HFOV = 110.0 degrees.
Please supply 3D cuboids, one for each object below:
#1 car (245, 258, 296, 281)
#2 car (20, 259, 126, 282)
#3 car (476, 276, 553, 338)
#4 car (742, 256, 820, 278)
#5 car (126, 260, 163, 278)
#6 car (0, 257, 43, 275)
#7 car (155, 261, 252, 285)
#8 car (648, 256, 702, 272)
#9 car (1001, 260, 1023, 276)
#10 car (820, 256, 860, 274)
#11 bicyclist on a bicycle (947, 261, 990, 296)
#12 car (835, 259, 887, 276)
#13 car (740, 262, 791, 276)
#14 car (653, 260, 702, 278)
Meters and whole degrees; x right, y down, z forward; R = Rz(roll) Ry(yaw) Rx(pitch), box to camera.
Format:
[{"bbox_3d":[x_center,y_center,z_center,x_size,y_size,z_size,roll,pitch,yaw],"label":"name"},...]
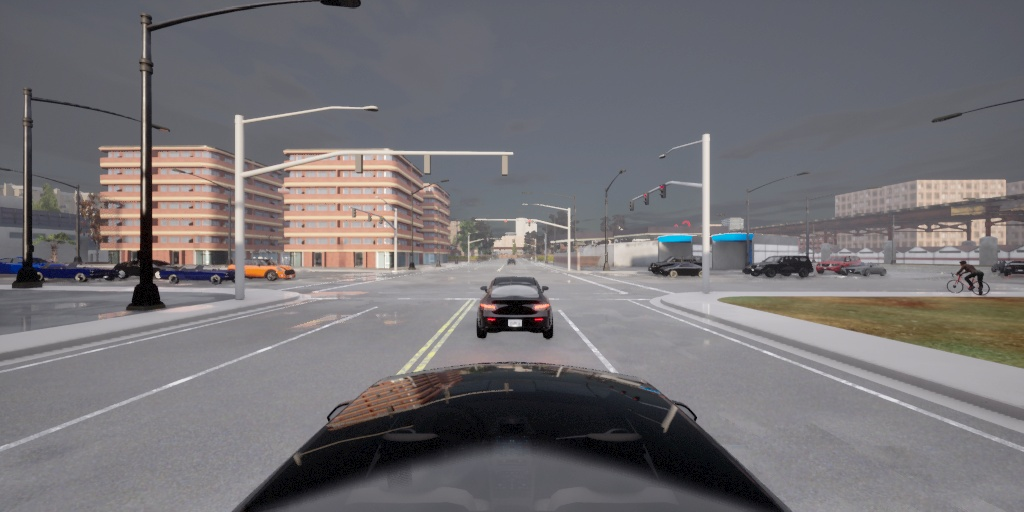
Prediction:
[{"bbox_3d":[-19.466,0.986,27.959,4.553,1.767,2.097,1,0,1],"label":"car"},{"bbox_3d":[-30.080,1.088,24.654,4.718,1.301,1.895,1,0,1],"label":"car"},{"bbox_3d":[0.073,1.276,10.015,1.812,1.442,4.674,0,0,0],"label":"car"},{"bbox_3d":[25.449,0.971,34.037,5.566,2.045,2.150,0,0,-5],"label":"car"},{"bbox_3d":[-28.243,1.021,28.122,4.892,1.490,1.837,1,0,1],"label":"car"},{"bbox_3d":[-38.176,0.821,28.310,5.008,1.535,1.882,1,0,1],"label":"car"},{"bbox_3d":[-20.965,1.220,24.490,4.718,1.301,1.895,1,0,2],"label":"car"},{"bbox_3d":[17.183,0.971,37.340,5.566,2.045,2.150,0,0,1],"label":"car"},{"bbox_3d":[50.501,1.228,35.516,5.008,1.535,1.882,0,0,-33],"label":"car"},{"bbox_3d":[36.621,0.971,40.073,5.566,2.045,2.150,0,0,-22],"label":"car"},{"bbox_3d":[21.908,1.051,17.256,0.582,1.620,1.656,0,0,0],"label":"bicyclist on a bicycle"},{"bbox_3d":[35.243,1.314,35.978,4.181,1.385,1.994,0,0,-18],"label":"car"},{"bbox_3d":[26.583,1.314,37.696,4.181,1.385,1.994,0,0,-8],"label":"car"},{"bbox_3d":[16.096,1.314,33.906,4.181,1.385,1.994,0,0,0],"label":"car"}]
